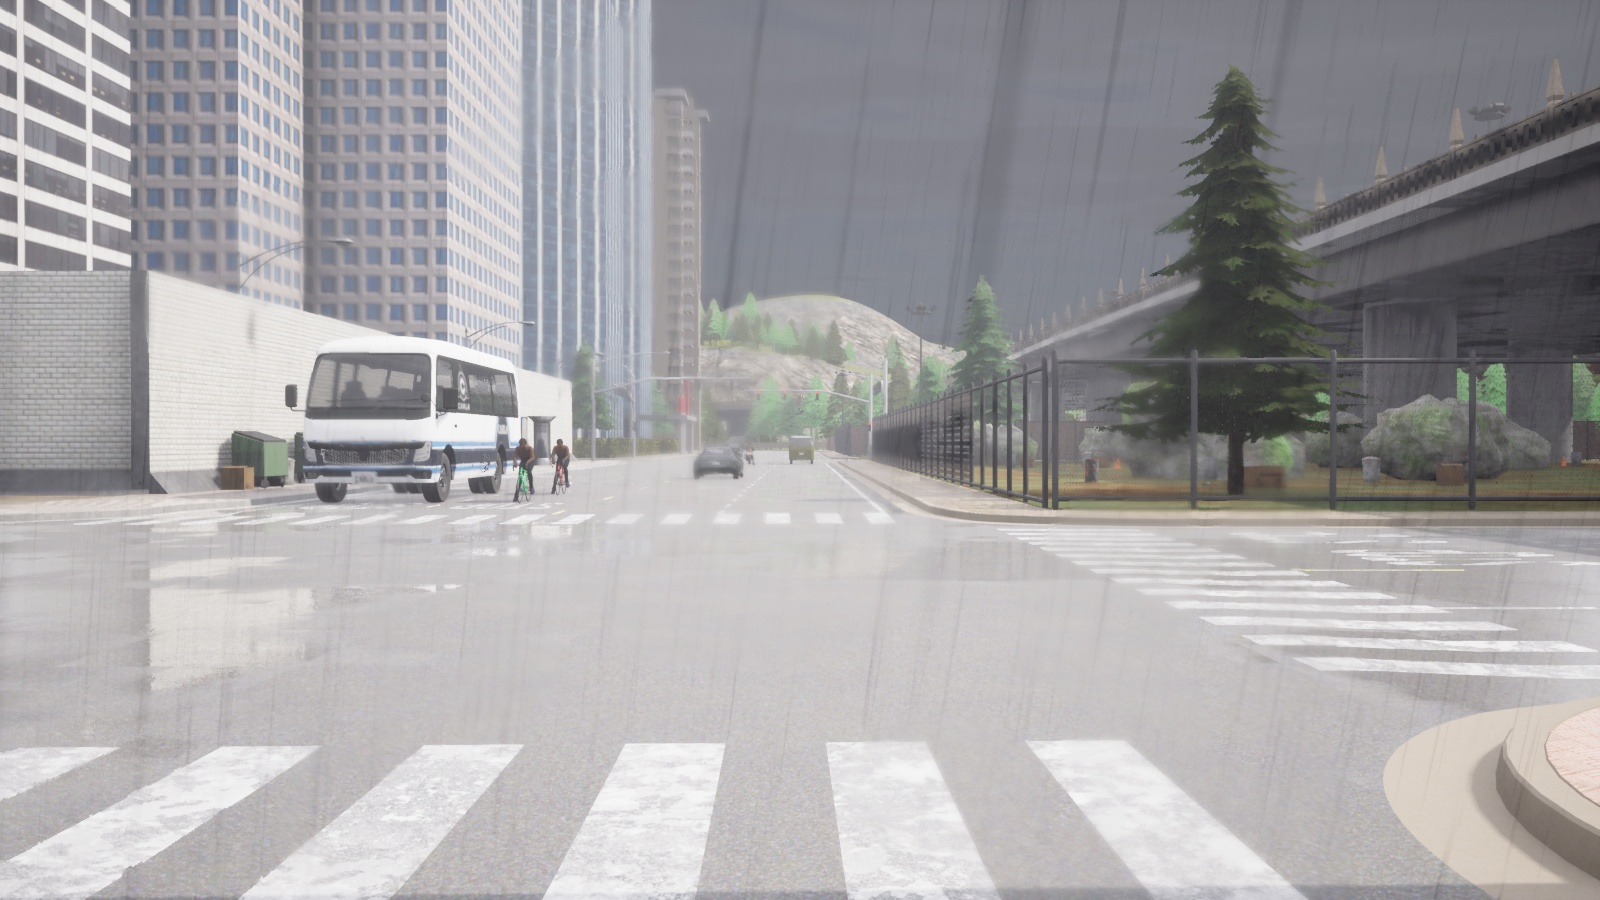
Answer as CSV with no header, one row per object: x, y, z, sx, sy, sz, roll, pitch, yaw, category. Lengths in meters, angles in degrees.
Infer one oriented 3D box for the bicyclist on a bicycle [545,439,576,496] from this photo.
-6.947,0.488,36.483,0.582,1.620,1.656,0,1,0,bicyclist on a bicycle

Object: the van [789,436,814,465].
0.106,-0.003,89.002,1.775,1.987,4.442,0,0,0,van

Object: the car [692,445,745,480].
-3.430,0.506,53.450,1.994,1.385,4.181,0,0,0,car

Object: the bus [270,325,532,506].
-10.448,-0.833,34.565,3.944,4.253,10.273,0,0,0,bus

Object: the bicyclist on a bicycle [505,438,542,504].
-6.952,0.515,31.641,0.582,1.620,1.656,0,1,0,bicyclist on a bicycle
